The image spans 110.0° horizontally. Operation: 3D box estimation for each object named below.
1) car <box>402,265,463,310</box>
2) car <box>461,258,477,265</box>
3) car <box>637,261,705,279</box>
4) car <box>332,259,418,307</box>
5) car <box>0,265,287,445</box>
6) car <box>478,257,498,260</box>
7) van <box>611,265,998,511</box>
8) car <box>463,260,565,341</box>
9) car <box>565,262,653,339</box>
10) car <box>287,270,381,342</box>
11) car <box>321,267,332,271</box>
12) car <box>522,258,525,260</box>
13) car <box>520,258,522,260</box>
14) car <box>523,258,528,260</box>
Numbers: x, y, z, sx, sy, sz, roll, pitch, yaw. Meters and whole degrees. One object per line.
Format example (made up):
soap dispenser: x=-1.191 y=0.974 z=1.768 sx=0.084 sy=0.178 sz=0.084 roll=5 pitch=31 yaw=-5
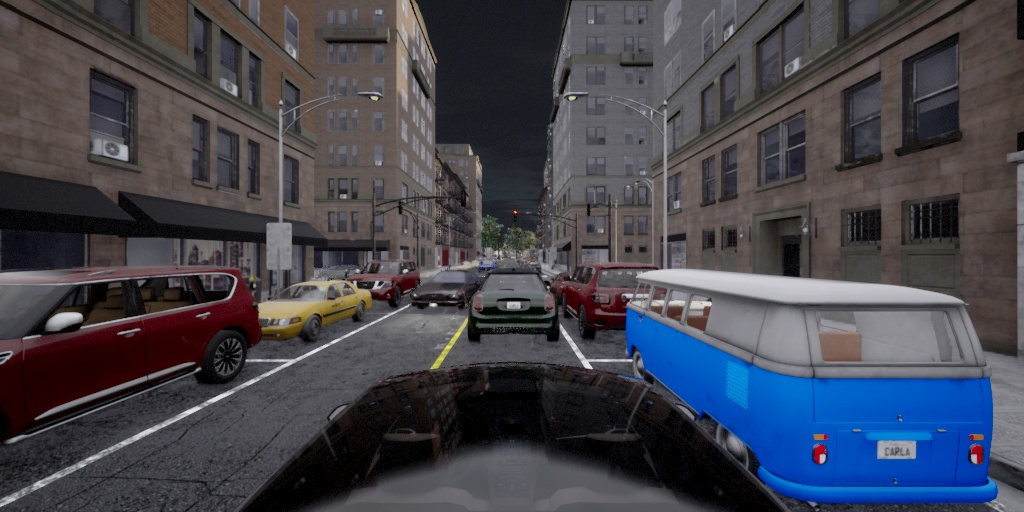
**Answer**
car: x=-2.387 y=1.296 z=14.972 sx=2.033 sy=1.411 sz=5.357 roll=0 pitch=0 yaw=7
car: x=-5.474 y=1.272 z=42.492 sx=1.751 sy=1.417 sz=4.829 roll=0 pitch=0 yaw=0
car: x=13.589 y=1.170 z=30.834 sx=4.902 sy=1.511 sz=2.128 roll=0 pitch=0 yaw=0
car: x=-5.420 y=1.063 z=15.654 sx=2.192 sy=1.841 sz=5.009 roll=0 pitch=0 yaw=0
car: x=-5.402 y=1.064 z=4.298 sx=2.192 sy=1.841 sz=5.009 roll=0 pitch=0 yaw=0
car: x=-2.902 y=1.224 z=42.908 sx=1.882 sy=1.535 sz=5.008 roll=0 pitch=0 yaw=0
van: x=2.635 y=1.091 z=4.307 sx=1.690 sy=1.789 sz=3.998 roll=0 pitch=0 yaw=0
car: x=0.022 y=1.101 z=9.989 sx=2.097 sy=1.767 sz=4.553 roll=0 pitch=0 yaw=0
car: x=2.626 y=1.064 z=9.986 sx=2.192 sy=1.841 sz=5.009 roll=0 pitch=0 yaw=0
car: x=-5.411 y=1.275 z=9.805 sx=1.751 sy=1.417 sz=4.829 roll=0 pitch=0 yaw=0
car: x=-12.739 y=1.360 z=28.056 sx=4.181 sy=1.385 sz=1.994 roll=0 pitch=0 yaw=-5
car: x=2.571 y=1.291 z=48.155 sx=1.888 sy=1.381 sz=4.507 roll=0 pitch=0 yaw=0
car: x=2.563 y=1.297 z=53.637 sx=2.007 sy=1.370 sz=4.403 roll=0 pitch=0 yaw=0
car: x=2.579 y=1.297 z=42.673 sx=2.007 sy=1.370 sz=4.403 roll=0 pitch=0 yaw=0
